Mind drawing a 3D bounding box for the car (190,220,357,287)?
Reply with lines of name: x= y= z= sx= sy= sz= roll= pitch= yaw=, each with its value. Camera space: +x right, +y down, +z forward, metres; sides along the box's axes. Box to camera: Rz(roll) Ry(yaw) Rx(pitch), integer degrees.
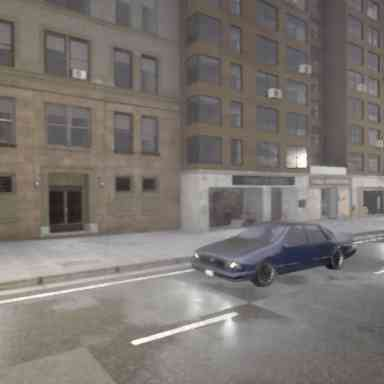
car: x=2.586 y=1.546 z=9.516 sx=5.357 sy=1.411 sz=2.033 roll=0 pitch=0 yaw=-35
